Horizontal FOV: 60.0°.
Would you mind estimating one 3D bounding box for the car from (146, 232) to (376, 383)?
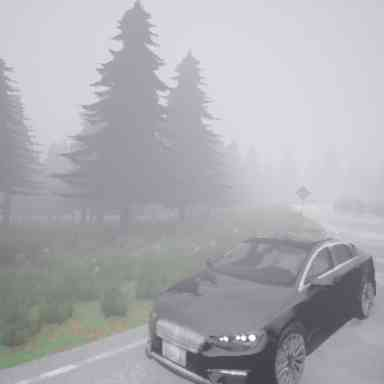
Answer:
[{"bbox_3d":[1.480,1.492,5.432,2.128,1.511,4.902,0,1,43],"label":"car"}]

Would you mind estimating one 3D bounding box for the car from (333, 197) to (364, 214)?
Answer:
[{"bbox_3d":[15.059,1.224,32.194,2.128,1.511,4.902,3,2,11],"label":"car"}]

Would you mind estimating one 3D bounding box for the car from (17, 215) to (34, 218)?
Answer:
[{"bbox_3d":[-40.911,5.984,81.463,4.193,1.474,1.816,5,2,-24],"label":"car"}]

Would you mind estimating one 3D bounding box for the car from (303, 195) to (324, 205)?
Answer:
[{"bbox_3d":[16.504,1.090,45.358,1.895,1.301,4.718,1,1,33],"label":"car"}]
